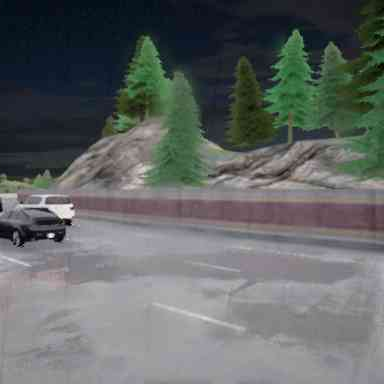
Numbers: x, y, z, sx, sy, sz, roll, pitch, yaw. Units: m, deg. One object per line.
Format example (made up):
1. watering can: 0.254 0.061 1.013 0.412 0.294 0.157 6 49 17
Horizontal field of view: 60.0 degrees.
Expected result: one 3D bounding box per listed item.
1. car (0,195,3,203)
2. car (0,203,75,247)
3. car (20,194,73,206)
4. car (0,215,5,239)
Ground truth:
1. car: -21.760 1.076 35.698 2.150 2.045 5.566 0 0 -37
2. car: -7.393 1.454 14.791 4.892 1.490 1.837 0 0 42
3. car: -9.776 1.155 21.874 5.566 2.045 2.150 1 1 45
4. car: -7.894 1.476 10.549 4.674 1.442 1.812 0 0 41
